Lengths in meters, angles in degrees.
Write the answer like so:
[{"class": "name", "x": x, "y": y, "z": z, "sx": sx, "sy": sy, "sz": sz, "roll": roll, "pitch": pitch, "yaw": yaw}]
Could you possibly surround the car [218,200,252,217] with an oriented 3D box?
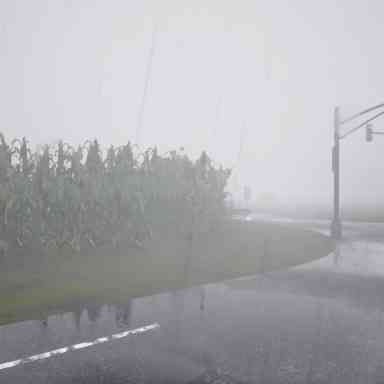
[{"class": "car", "x": 3.376, "y": 1.502, "z": 31.316, "sx": 2.033, "sy": 1.411, "sz": 5.357, "roll": 1, "pitch": 0, "yaw": -27}]
